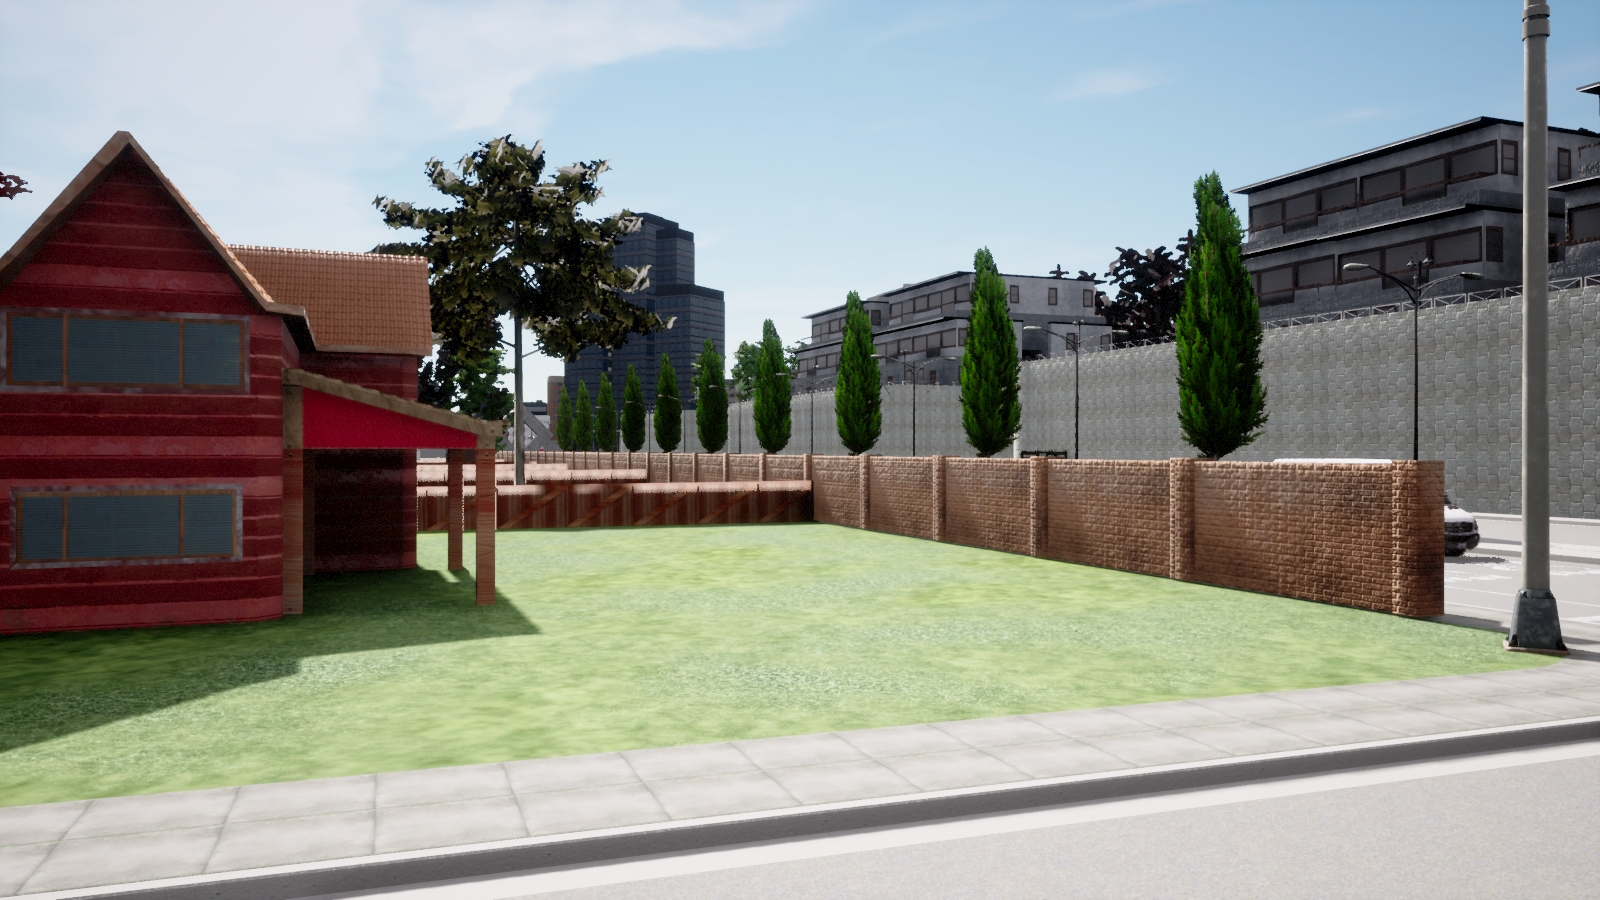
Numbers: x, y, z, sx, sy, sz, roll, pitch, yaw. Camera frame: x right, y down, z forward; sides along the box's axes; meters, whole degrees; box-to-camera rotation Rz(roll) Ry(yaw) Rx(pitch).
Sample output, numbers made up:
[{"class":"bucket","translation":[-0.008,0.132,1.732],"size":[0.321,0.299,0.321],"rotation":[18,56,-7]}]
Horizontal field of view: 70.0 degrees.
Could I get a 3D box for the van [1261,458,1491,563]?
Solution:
[{"class":"van","translation":[15.697,1.534,31.623],"size":[1.988,2.561,5.915],"rotation":[0,0,-21]}]
